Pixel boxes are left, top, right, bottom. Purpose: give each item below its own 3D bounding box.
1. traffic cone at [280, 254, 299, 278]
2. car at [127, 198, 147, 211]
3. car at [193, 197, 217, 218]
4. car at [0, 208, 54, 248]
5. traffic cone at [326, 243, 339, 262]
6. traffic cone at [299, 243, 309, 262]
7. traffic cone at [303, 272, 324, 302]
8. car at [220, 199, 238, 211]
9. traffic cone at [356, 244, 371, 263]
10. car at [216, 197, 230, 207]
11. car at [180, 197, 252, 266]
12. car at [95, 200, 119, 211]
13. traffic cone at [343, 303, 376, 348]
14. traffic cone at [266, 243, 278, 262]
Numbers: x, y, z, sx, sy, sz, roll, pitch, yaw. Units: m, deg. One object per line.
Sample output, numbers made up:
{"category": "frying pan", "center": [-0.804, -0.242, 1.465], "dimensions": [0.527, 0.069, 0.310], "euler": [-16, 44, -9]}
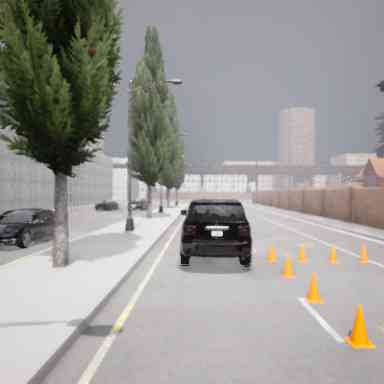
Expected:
{"category": "traffic cone", "center": [2.600, 1.979, 8.995], "dimensions": [0.340, 0.580, 0.340], "euler": [0, 0, 1]}
{"category": "car", "center": [-6.775, 1.506, 41.560], "dimensions": [2.128, 1.511, 4.902], "euler": [0, 0, 2]}
{"category": "car", "center": [1.174, 1.395, 31.543], "dimensions": [2.097, 1.767, 4.553], "euler": [0, 0, 1]}
{"category": "car", "center": [-7.391, 1.484, 14.636], "dimensions": [1.837, 1.490, 4.892], "euler": [0, 0, 1]}
{"category": "traffic cone", "center": [4.642, 1.992, 10.951], "dimensions": [0.340, 0.580, 0.340], "euler": [0, 0, 1]}
{"category": "traffic cone", "center": [3.643, 1.987, 10.973], "dimensions": [0.340, 0.580, 0.340], "euler": [0, 0, 1]}
{"category": "traffic cone", "center": [2.557, 1.977, 6.995], "dimensions": [0.340, 0.580, 0.340], "euler": [0, 0, 1]}
{"category": "car", "center": [4.846, 1.677, 44.085], "dimensions": [1.895, 1.301, 4.718], "euler": [0, 0, 1]}
{"category": "traffic cone", "center": [5.642, 1.997, 10.930], "dimensions": [0.340, 0.580, 0.340], "euler": [0, 0, 1]}
{"category": "car", "center": [5.064, 1.566, 54.160], "dimensions": [1.882, 1.535, 5.008], "euler": [0, 0, 1]}
{"category": "car", "center": [0.752, 1.239, 11.847], "dimensions": [2.150, 2.045, 5.566], "euler": [0, 0, 1]}
{"category": "car", "center": [-10.307, 1.595, 40.454], "dimensions": [1.895, 1.301, 4.718], "euler": [0, 0, 2]}
{"category": "traffic cone", "center": [2.513, 1.974, 4.996], "dimensions": [0.340, 0.580, 0.340], "euler": [0, 0, 1]}
{"category": "traffic cone", "center": [2.643, 1.982, 10.994], "dimensions": [0.340, 0.580, 0.340], "euler": [0, 0, 1]}
